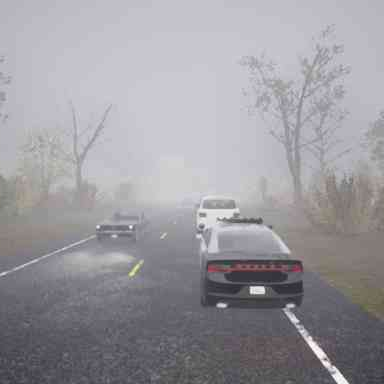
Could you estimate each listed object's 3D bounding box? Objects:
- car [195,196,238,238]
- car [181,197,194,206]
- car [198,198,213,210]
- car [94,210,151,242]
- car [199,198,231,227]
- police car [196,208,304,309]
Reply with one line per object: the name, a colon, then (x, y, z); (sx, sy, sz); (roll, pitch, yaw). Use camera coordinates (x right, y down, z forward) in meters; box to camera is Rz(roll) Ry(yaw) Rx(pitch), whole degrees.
car: (1.366, 1.230, 17.970); (2.150, 2.045, 5.566); (0, 0, 2)
car: (-0.752, 1.625, 57.364); (1.837, 1.490, 4.892); (0, 0, 6)
car: (1.927, 1.576, 46.354); (1.837, 1.490, 4.892); (0, 0, 5)
car: (-3.308, 1.606, 16.600); (1.895, 1.301, 4.718); (0, 0, 2)
car: (1.582, 1.362, 23.880); (2.097, 1.767, 4.553); (0, 0, 2)
police car: (1.127, 1.427, 8.097); (1.930, 1.638, 5.238); (0, 0, 1)
